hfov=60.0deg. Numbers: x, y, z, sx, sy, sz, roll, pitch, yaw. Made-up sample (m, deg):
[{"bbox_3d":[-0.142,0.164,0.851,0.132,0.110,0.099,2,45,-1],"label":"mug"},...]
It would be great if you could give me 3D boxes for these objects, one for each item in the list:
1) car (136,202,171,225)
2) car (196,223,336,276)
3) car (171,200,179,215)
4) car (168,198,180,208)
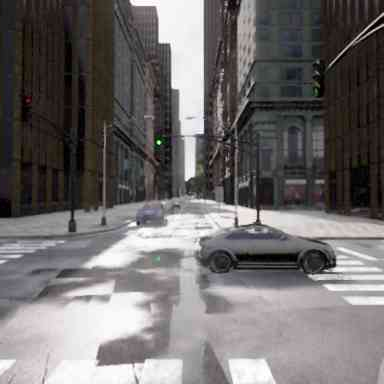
[{"bbox_3d":[-3.153,1.663,26.756,2.097,1.767,4.553,0,-1,0],"label":"car"},{"bbox_3d":[2.205,1.693,10.389,4.181,1.385,1.994,0,-1,0],"label":"car"},{"bbox_3d":[-3.144,1.966,40.850,2.128,1.511,4.902,0,-1,0],"label":"car"},{"bbox_3d":[-3.085,2.267,61.471,2.033,1.411,5.357,0,-1,0],"label":"car"}]
